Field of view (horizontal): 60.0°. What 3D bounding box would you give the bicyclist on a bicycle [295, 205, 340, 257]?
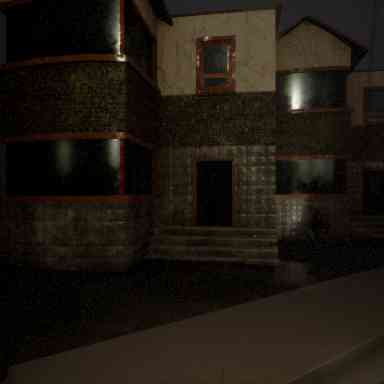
[{"bbox_3d":[4.075,1.269,10.939,0.582,1.620,1.656,0,-1,-35],"label":"bicyclist on a bicycle"}]
